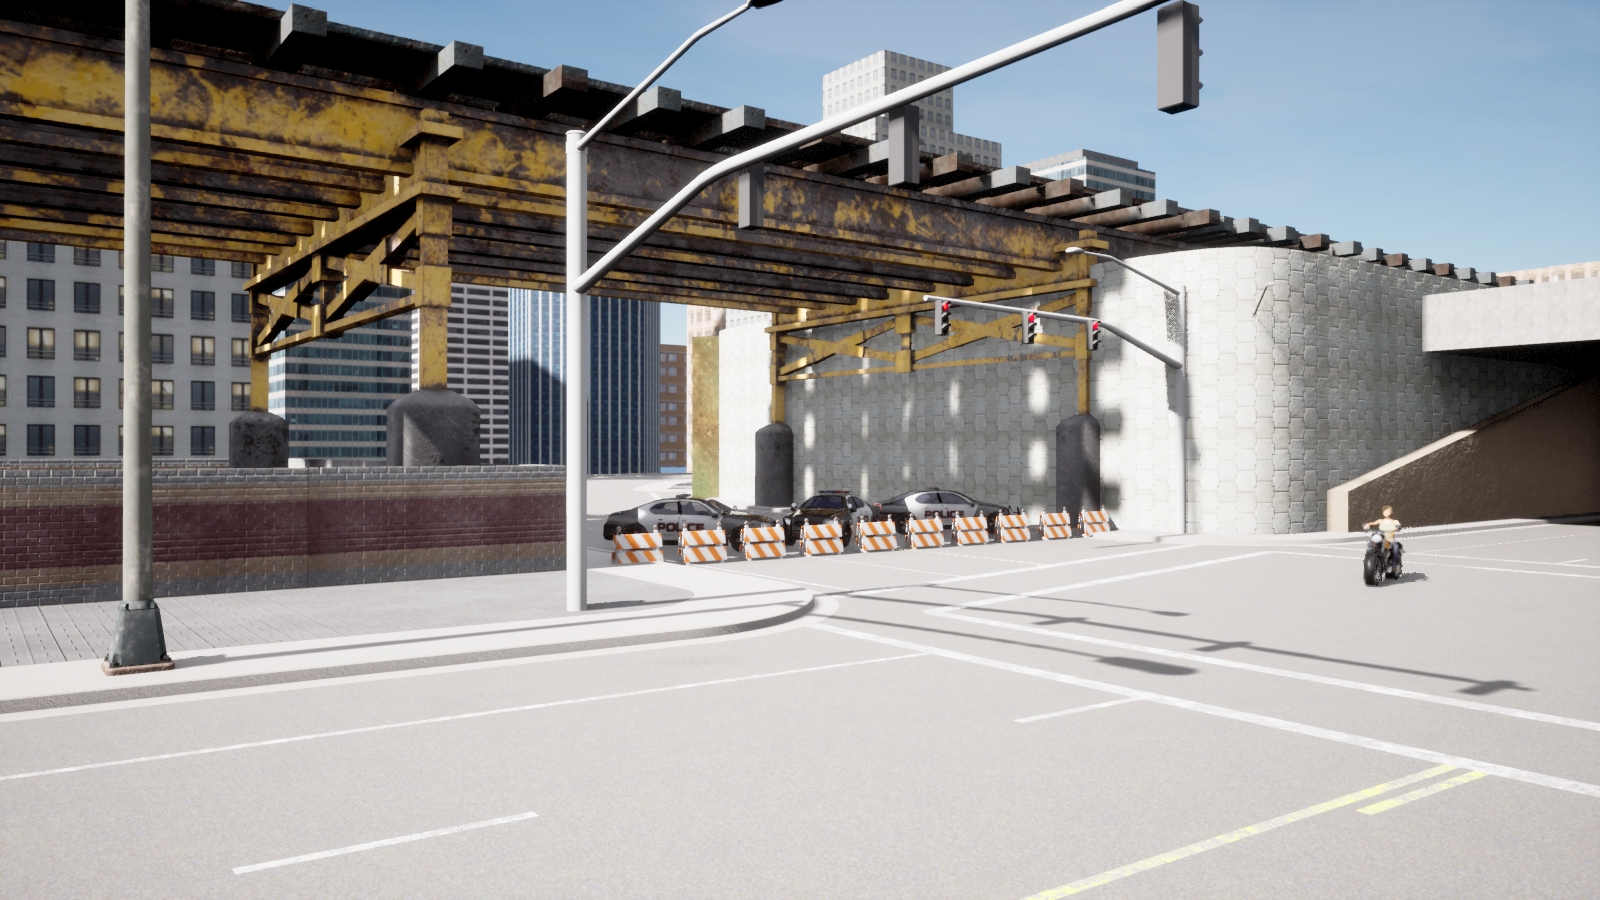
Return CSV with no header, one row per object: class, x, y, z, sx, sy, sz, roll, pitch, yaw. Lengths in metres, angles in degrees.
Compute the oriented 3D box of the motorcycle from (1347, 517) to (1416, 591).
motorcycle,12.241,2.142,23.997,0.764,1.332,2.356,0,1,40
